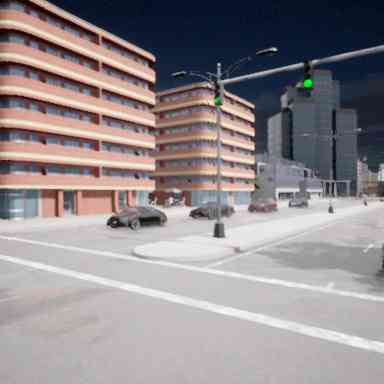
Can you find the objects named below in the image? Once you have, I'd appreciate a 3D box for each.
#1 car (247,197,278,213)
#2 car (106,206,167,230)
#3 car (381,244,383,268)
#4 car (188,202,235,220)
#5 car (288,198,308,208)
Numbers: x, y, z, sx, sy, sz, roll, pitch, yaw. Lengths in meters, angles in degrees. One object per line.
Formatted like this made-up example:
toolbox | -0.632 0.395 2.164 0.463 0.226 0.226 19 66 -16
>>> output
car | 8.103 1.427 38.101 2.097 1.767 4.553 0 0 35
car | -3.481 1.620 21.577 1.994 1.385 4.181 0 0 35
car | 7.187 1.560 10.488 2.033 1.411 5.357 0 0 35
car | 1.878 1.610 29.226 2.033 1.411 5.357 0 0 35
car | 15.576 1.581 48.668 2.128 1.511 4.902 0 0 36
